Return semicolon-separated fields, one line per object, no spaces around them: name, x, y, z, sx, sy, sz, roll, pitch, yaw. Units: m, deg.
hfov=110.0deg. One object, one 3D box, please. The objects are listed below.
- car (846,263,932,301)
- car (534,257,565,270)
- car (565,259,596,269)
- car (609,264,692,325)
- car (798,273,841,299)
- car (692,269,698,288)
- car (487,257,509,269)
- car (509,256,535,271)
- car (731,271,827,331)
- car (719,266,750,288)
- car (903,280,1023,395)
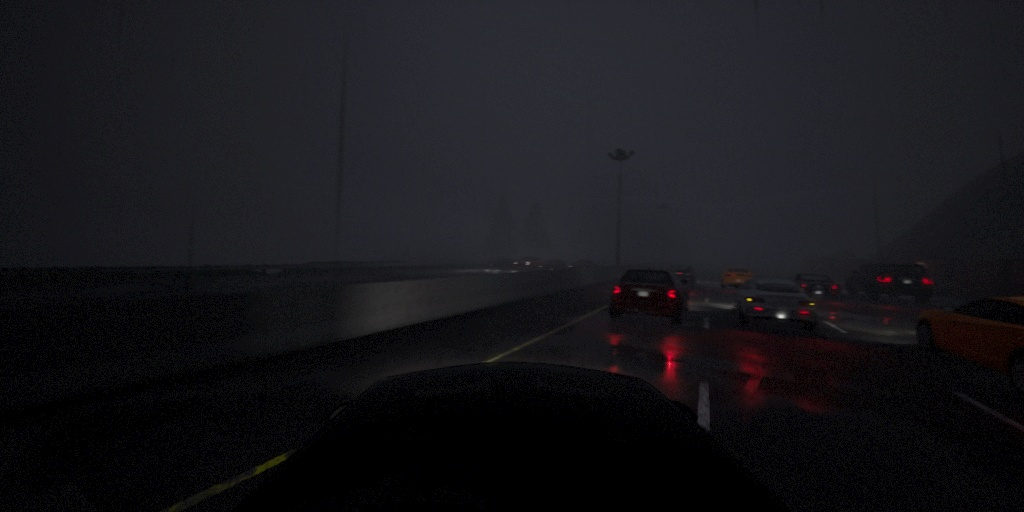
car;21.116;1.419;20.309;2.150;2.045;5.566;2;0;29
car;4.853;1.048;42.016;1.882;1.535;5.008;2;1;29
car;8.017;1.149;40.515;1.882;1.535;5.008;2;0;29
car;4.942;1.157;12.589;2.097;1.767;4.553;2;1;29
car;17.700;1.695;21.384;1.895;1.301;4.718;2;1;29
car;12.350;1.397;26.175;2.128;1.511;4.902;2;1;29
car;-1.316;0.861;45.311;2.128;1.511;4.902;2;1;29
car;2.039;0.826;44.149;2.097;1.767;4.553;2;1;29
car;8.597;1.437;11.984;1.812;1.442;4.674;2;1;29
car;16.182;1.493;25.884;1.882;1.535;5.008;2;1;29
car;9.508;1.459;6.381;1.882;1.535;5.008;2;1;29
